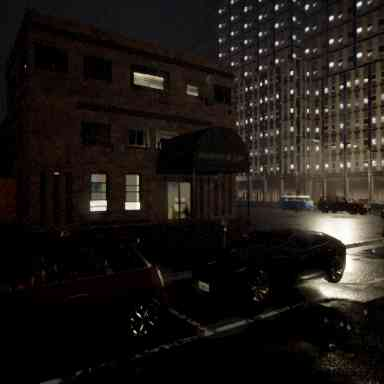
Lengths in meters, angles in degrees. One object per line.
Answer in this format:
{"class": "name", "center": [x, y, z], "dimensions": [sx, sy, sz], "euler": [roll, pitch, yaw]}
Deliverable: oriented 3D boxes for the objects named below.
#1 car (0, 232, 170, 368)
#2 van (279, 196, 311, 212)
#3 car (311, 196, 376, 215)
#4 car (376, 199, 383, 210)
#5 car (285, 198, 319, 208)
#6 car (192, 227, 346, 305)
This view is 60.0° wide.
{"class": "car", "center": [-2.442, 1.440, 4.826], "dimensions": [4.097, 1.590, 1.967], "euler": [0, 0, -35]}
{"class": "van", "center": [11.765, 1.325, 37.611], "dimensions": [1.690, 1.788, 3.998], "euler": [0, 0, -35]}
{"class": "car", "center": [14.934, 1.307, 33.066], "dimensions": [2.192, 1.841, 5.009], "euler": [0, 0, -35]}
{"class": "car", "center": [21.810, 1.497, 37.860], "dimensions": [2.008, 1.369, 4.403], "euler": [0, 0, -35]}
{"class": "car", "center": [15.472, 1.512, 46.950], "dimensions": [1.802, 1.307, 4.206], "euler": [0, 0, -35]}
{"class": "car", "center": [2.022, 1.565, 8.078], "dimensions": [4.313, 1.339, 1.947], "euler": [0, 0, -35]}
